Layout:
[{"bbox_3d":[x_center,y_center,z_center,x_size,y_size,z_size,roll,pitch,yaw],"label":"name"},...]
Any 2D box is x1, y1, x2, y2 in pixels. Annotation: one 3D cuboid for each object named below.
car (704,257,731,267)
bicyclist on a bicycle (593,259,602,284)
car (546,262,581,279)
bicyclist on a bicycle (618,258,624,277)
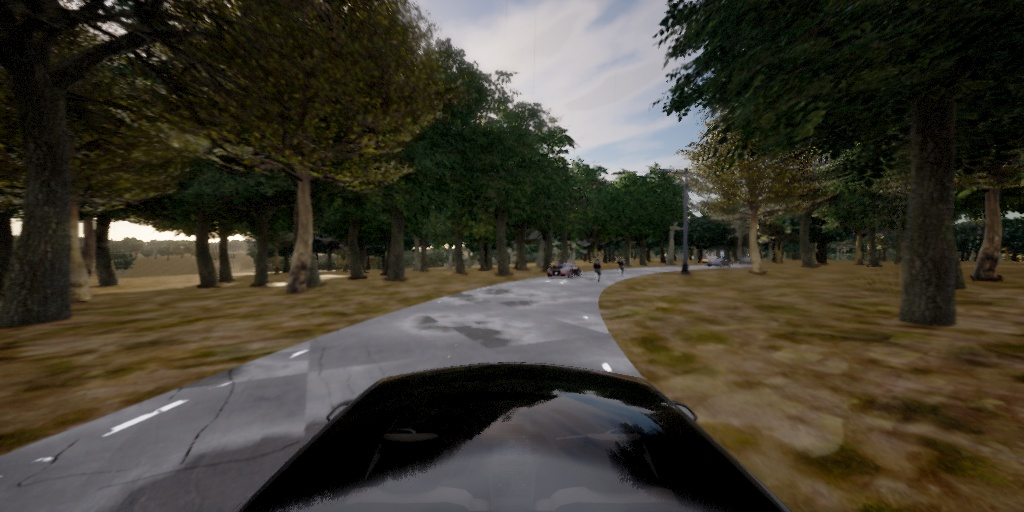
[{"bbox_3d":[32.166,1.023,55.644,4.181,1.385,1.994,0,1,-36],"label":"car"},{"bbox_3d":[6.128,1.070,25.584,0.659,1.776,1.843,1,1,23],"label":"bicyclist on a bicycle"},{"bbox_3d":[4.534,1.210,31.131,1.994,1.385,4.181,1,1,28],"label":"car"},{"bbox_3d":[10.154,1.029,33.219,0.659,1.776,1.843,1,1,31],"label":"bicyclist on a bicycle"}]
